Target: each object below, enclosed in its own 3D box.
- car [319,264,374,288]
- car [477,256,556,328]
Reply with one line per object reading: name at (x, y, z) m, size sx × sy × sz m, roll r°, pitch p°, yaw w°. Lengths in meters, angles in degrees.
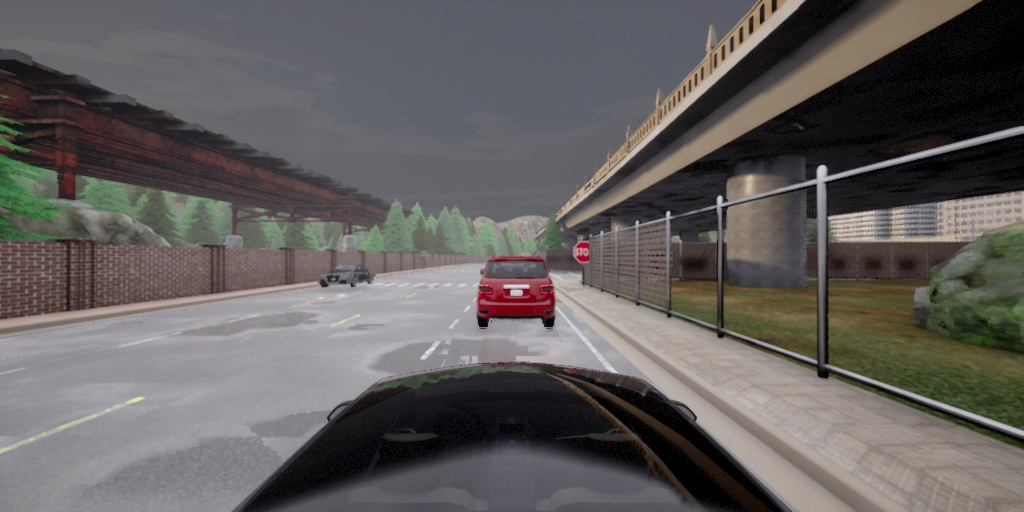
car at (-10.469, 1.192, 22.993) m, size 1.994 × 1.385 × 4.181 m, roll 0°, pitch 0°, yaw 0°
car at (0.109, 1.012, 11.664) m, size 2.150 × 2.045 × 5.566 m, roll 0°, pitch 0°, yaw 0°
